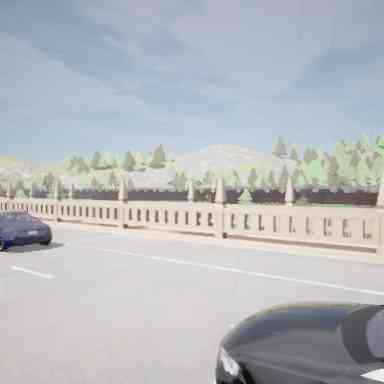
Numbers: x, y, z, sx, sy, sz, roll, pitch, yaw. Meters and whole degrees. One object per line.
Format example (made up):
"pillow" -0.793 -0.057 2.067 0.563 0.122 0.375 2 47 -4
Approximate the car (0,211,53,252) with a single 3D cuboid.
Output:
"car" -7.655 1.501 13.755 4.181 1.385 1.994 0 0 36

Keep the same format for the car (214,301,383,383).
"car" 2.440 1.495 2.251 4.902 1.511 2.128 0 0 36
